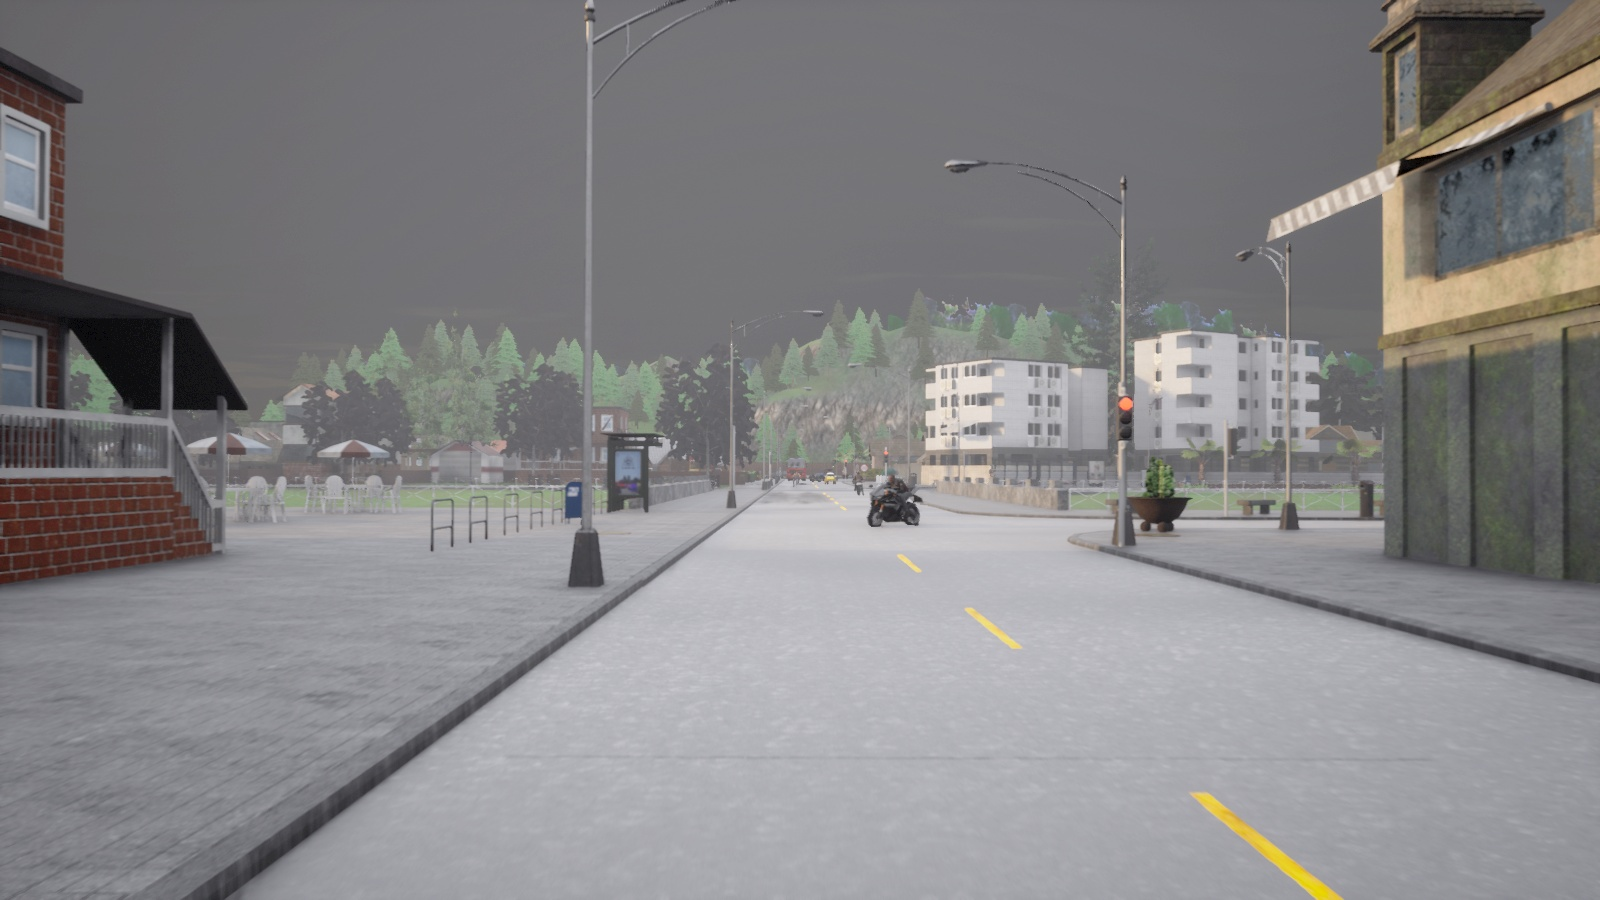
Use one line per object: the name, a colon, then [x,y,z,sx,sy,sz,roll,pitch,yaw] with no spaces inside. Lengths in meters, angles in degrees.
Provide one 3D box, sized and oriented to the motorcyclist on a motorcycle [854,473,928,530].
motorcyclist on a motorcycle: [2.595,1.433,35.489,0.866,1.530,2.191,0,0,44]
